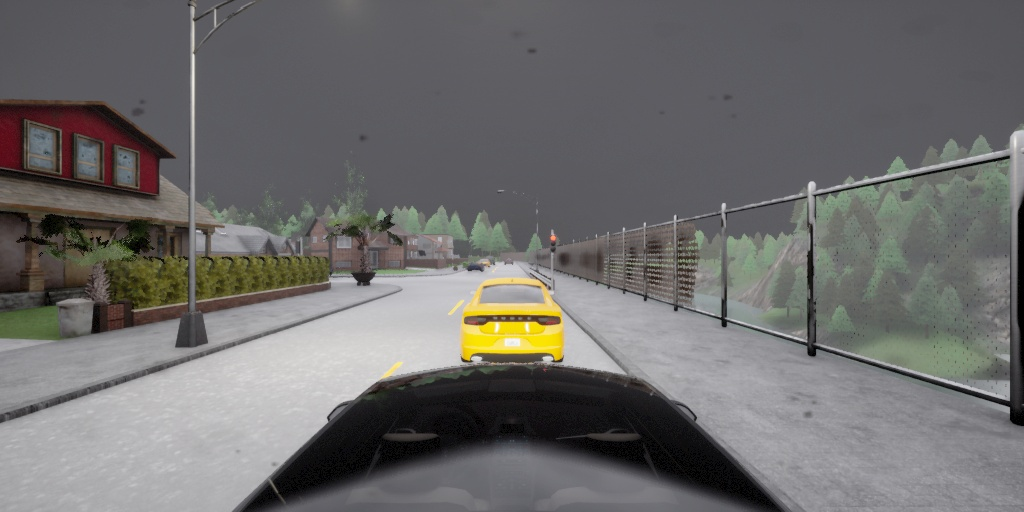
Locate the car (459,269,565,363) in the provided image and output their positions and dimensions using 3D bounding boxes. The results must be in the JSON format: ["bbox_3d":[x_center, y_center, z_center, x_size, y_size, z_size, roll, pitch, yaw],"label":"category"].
[{"bbox_3d":[0.002,1.228,8.197,1.882,1.535,5.008,0,0,0],"label":"car"}]

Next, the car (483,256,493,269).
[{"bbox_3d":[-4.599,1.228,58.823,1.882,1.535,5.008,0,0,0],"label":"car"}]

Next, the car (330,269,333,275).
[{"bbox_3d":[-18.503,1.351,31.535,4.718,1.301,1.895,0,0,2],"label":"car"}]

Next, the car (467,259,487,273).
[{"bbox_3d":[-4.484,1.351,44.471,1.895,1.301,4.718,0,0,-1],"label":"car"}]
